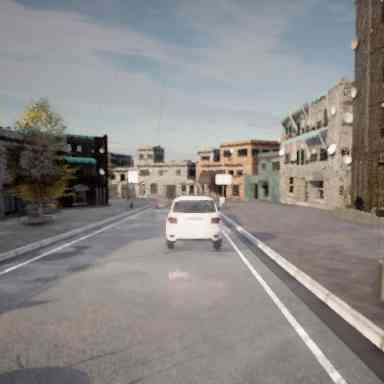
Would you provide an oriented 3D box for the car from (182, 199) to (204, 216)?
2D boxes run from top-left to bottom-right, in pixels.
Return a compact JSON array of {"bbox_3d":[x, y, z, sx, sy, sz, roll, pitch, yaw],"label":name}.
[{"bbox_3d":[0.081,1.490,33.658,2.033,1.411,5.357,0,0,0],"label":"car"}]

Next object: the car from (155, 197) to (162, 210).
[{"bbox_3d":[-3.616,1.421,42.197,1.812,1.442,4.674,0,0,0],"label":"car"}]

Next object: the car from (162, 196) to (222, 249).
[{"bbox_3d":[0.101,1.203,14.698,2.150,2.045,5.566,0,0,0],"label":"car"}]
